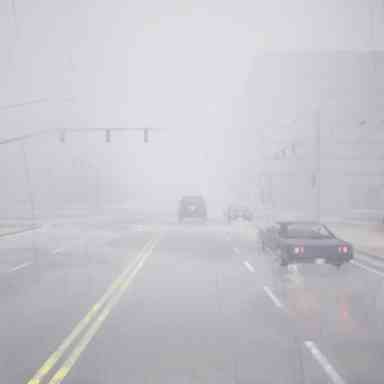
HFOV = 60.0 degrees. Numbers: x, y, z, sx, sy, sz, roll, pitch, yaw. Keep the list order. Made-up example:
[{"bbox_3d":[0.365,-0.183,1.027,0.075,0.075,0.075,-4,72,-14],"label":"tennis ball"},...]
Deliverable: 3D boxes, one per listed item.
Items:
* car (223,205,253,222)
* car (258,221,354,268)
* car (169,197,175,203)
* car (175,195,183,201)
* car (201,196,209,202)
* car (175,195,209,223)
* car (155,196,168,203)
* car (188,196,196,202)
[{"bbox_3d":[3.564,1.682,26.564,1.895,1.301,4.718,0,0,0],"label":"car"},{"bbox_3d":[3.561,1.636,11.431,1.895,1.301,4.718,0,0,0],"label":"car"},{"bbox_3d":[-3.499,1.817,73.106,1.895,1.301,4.718,0,0,0],"label":"car"},{"bbox_3d":[-3.498,1.677,89.570,1.882,1.535,5.008,0,0,0],"label":"car"},{"bbox_3d":[3.502,1.862,88.504,1.895,1.301,4.718,0,0,0],"label":"car"},{"bbox_3d":[0.065,1.306,26.856,2.150,2.045,5.566,0,0,0],"label":"car"},{"bbox_3d":[-6.999,1.577,73.169,2.097,1.767,4.553,0,0,0],"label":"car"},{"bbox_3d":[0.002,1.801,87.636,2.033,1.411,5.357,0,0,0],"label":"car"}]
